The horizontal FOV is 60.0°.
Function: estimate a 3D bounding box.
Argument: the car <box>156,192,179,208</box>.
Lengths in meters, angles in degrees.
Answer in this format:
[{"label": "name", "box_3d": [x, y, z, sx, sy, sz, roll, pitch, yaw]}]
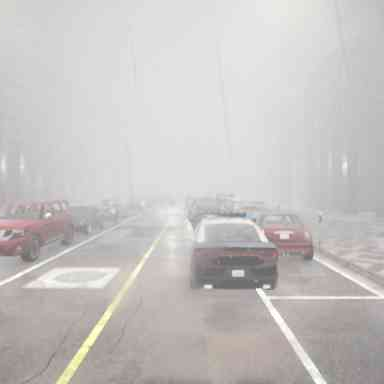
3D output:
[{"label": "car", "box_3d": [-3.105, 1.104, 41.020, 2.128, 1.511, 4.902, 0, 0, 0]}]

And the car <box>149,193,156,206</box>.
[{"label": "car", "box_3d": [-5.808, 1.148, 39.820, 1.752, 1.417, 4.829, 0, 1, 0]}]

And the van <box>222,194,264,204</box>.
[{"label": "van", "box_3d": [2.745, 1.175, 17.464, 1.690, 1.788, 3.998, 0, 1, 0]}]

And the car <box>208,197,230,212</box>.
[{"label": "car", "box_3d": [2.723, 1.240, 34.376, 1.947, 1.339, 4.313, 0, 1, 0]}]

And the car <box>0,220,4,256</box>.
[{"label": "car", "box_3d": [-5.767, 1.485, 6.174, 1.887, 1.381, 4.507, 0, 1, 0]}]

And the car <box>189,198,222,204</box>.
[{"label": "car", "box_3d": [0.877, 1.325, 18.898, 1.837, 1.490, 4.892, 0, 1, 0]}]

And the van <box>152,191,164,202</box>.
[{"label": "van", "box_3d": [-5.828, 0.803, 56.897, 1.690, 1.788, 3.998, 0, 1, 0]}]

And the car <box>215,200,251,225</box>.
[{"label": "car", "box_3d": [2.737, 1.325, 23.102, 1.887, 1.381, 4.507, 0, 1, 0]}]

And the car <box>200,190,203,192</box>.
[{"label": "car", "box_3d": [2.682, 0.902, 68.194, 1.887, 1.381, 4.507, 0, 1, 0]}]

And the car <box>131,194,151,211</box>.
[{"label": "car", "box_3d": [-5.801, 1.225, 34.354, 2.008, 1.369, 4.403, 0, 1, 0]}]

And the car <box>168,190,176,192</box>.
[{"label": "car", "box_3d": [-5.863, 0.519, 85.077, 2.192, 1.841, 5.009, 0, 1, 0]}]

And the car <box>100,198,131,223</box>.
[{"label": "car", "box_3d": [-5.787, 1.221, 23.082, 1.967, 1.590, 4.097, 0, 1, 0]}]

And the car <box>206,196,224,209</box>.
[{"label": "car", "box_3d": [2.717, 1.187, 40.012, 1.947, 1.339, 4.313, 0, 1, 0]}]

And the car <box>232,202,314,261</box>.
[{"label": "car", "box_3d": [2.751, 1.327, 11.828, 1.967, 1.590, 4.097, 0, 1, 0]}]

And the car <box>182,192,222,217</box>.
[{"label": "car", "box_3d": [0.620, 1.116, 24.775, 2.097, 1.767, 4.553, 0, 1, -5]}]

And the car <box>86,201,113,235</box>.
[{"label": "car", "box_3d": [-5.781, 1.399, 17.446, 1.947, 1.339, 4.313, 0, 1, 0]}]

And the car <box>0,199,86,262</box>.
[{"label": "car", "box_3d": [-5.773, 1.202, 11.808, 2.192, 1.841, 5.009, 0, 1, 0]}]

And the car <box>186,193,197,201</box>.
[{"label": "car", "box_3d": [-0.078, 0.955, 64.519, 1.994, 1.385, 4.181, 0, 1, 0]}]

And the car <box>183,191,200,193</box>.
[{"label": "car", "box_3d": [-0.028, 1.036, 46.694, 1.882, 1.535, 5.008, 0, 0, 0]}]

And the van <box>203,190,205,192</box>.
[{"label": "van", "box_3d": [2.711, 0.909, 45.647, 1.690, 1.788, 3.998, 0, 1, 0]}]

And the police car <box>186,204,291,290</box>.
[{"label": "police car", "box_3d": [0.889, 1.339, 9.007, 1.930, 1.638, 5.238, 0, 1, 0]}]
